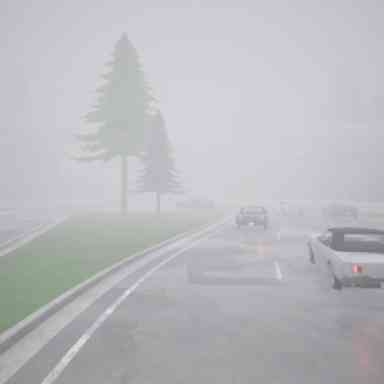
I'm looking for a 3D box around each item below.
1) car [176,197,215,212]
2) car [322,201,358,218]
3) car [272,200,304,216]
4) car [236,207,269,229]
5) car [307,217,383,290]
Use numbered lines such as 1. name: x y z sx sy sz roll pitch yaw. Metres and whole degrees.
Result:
1. car: 0.359 1.348 38.929 4.553 1.767 2.097 0 0 32
2. car: 12.731 1.539 28.699 1.812 1.442 4.674 0 0 7
3. car: 9.230 1.534 32.156 1.812 1.442 4.674 1 0 -3
4. car: 4.051 1.604 21.766 1.895 1.301 4.718 0 0 15
5. car: 4.358 1.606 8.898 1.895 1.301 4.718 0 0 10
